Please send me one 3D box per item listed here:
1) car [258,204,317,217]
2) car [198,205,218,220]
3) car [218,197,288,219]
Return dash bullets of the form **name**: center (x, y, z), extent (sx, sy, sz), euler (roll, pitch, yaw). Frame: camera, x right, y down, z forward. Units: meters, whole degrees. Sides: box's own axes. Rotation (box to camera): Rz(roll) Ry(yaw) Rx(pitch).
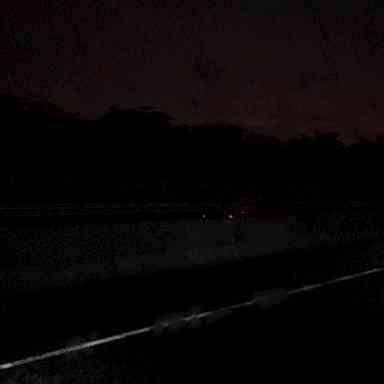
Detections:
- **car**: center (6.644, 1.723, 21.622), extent (4.181, 1.385, 1.994), euler (1, 0, -35)
- **car**: center (2.554, 1.723, 27.302), extent (4.181, 1.385, 1.994), euler (1, 0, -35)
- **car**: center (4.932, 1.385, 24.700), extent (5.566, 2.045, 2.150), euler (1, 0, -35)
